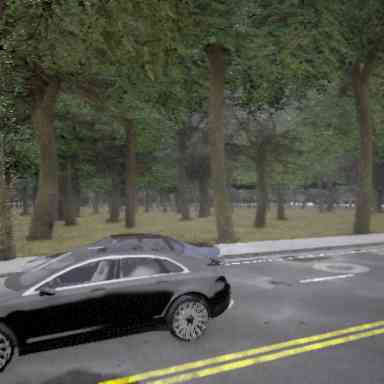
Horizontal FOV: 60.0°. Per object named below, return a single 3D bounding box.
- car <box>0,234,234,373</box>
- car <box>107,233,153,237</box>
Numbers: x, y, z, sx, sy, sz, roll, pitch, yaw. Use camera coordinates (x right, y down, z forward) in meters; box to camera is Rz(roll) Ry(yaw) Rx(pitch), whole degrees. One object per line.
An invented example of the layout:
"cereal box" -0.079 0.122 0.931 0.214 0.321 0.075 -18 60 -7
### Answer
"car" -1.668 1.701 5.661 4.902 1.511 2.128 0 -2 -23
"car" -1.733 1.870 9.171 5.357 1.411 2.033 0 -2 -23
